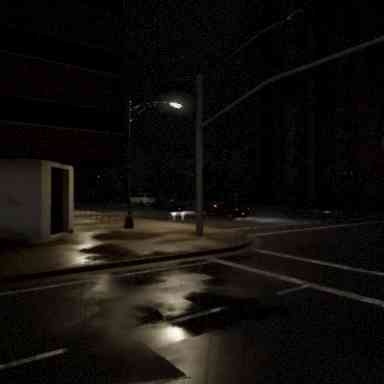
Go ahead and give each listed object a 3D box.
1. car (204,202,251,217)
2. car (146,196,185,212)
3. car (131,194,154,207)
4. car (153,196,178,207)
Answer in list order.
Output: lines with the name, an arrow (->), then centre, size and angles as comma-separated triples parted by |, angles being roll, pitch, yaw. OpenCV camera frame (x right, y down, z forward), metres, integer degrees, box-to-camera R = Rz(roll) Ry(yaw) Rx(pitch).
car -> 3.280, 1.629, 31.429 | 1.895, 1.301, 4.718 | 0, 0, -36
car -> -2.987, 1.576, 40.053 | 2.033, 1.411, 5.357 | 0, 0, -36
car -> -7.897, 1.254, 52.752 | 2.150, 2.045, 5.566 | 0, 0, -39
car -> -4.451, 1.529, 54.771 | 2.128, 1.511, 4.902 | 0, 0, -31
